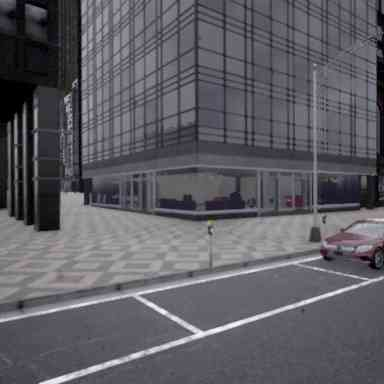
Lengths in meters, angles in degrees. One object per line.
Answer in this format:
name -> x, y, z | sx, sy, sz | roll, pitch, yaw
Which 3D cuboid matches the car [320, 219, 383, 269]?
car -> 5.995, 1.557, 10.934 | 4.206, 1.307, 1.802 | 0, 0, -36
